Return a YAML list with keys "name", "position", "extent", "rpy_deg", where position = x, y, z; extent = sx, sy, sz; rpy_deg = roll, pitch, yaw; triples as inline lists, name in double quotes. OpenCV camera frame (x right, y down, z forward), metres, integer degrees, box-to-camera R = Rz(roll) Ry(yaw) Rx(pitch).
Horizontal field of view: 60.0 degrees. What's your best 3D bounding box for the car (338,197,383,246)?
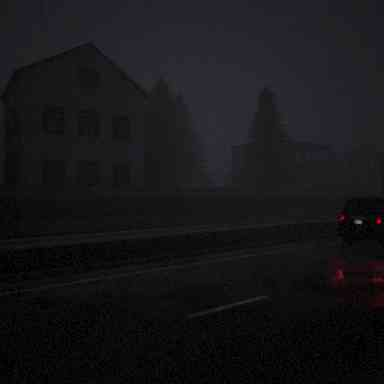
- name: "car"
  position: [8.459, 1.215, 14.090]
  extent: [5.566, 2.045, 2.150]
  rpy_deg: [0, 0, -35]
